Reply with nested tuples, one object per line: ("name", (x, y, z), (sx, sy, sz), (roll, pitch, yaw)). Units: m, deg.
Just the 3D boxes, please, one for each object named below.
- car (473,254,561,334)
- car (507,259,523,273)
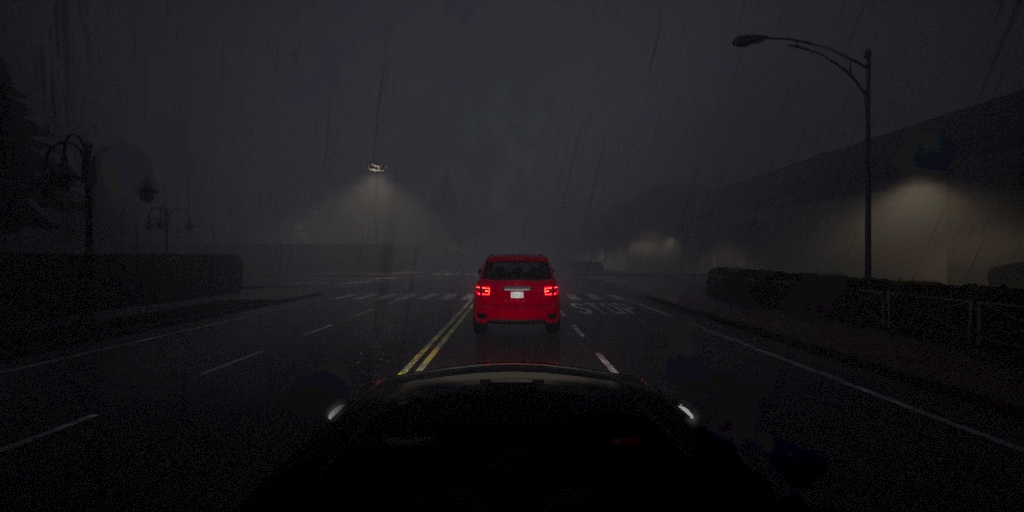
("car", (0.123, 0.971, 10.771), (2.150, 2.045, 5.566), (0, 0, 0))
("car", (0.362, 1.228, 45.623), (1.882, 1.535, 5.008), (0, 0, 1))
